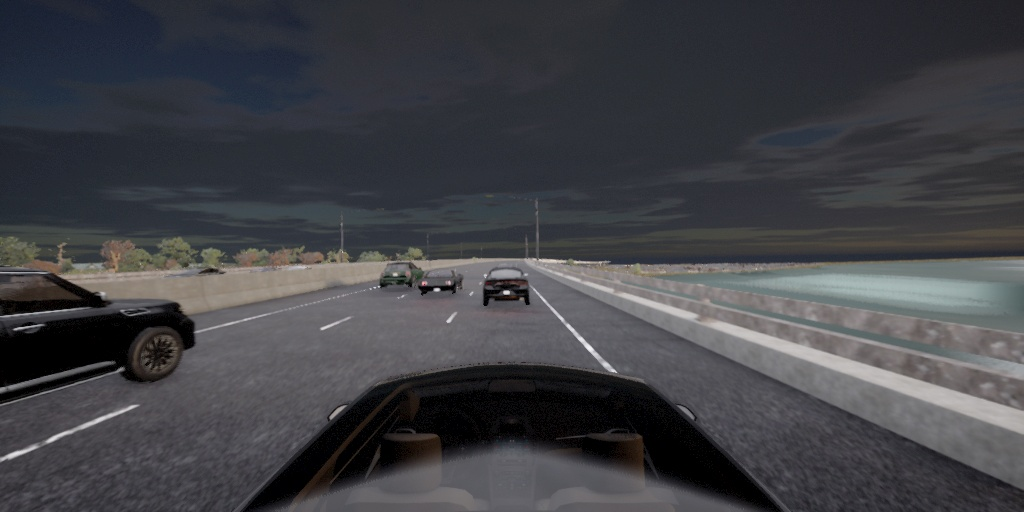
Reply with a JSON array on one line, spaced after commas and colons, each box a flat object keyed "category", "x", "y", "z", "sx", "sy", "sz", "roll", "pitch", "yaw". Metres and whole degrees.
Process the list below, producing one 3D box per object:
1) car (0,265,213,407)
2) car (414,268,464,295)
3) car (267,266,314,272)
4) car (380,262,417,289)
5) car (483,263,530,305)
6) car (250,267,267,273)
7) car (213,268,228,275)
[{"category": "car", "x": -6.919, "y": 1.097, "z": 4.239, "sx": 2.150, "sy": 2.045, "sz": 5.566, "roll": -1, "pitch": 0, "yaw": -2}, {"category": "car", "x": -3.852, "y": 1.404, "z": 20.320, "sx": 1.895, "sy": 1.301, "sz": 4.718, "roll": -1, "pitch": 0, "yaw": -1}, {"category": "car", "x": -18.236, "y": 1.597, "z": 30.603, "sx": 1.812, "sy": 1.442, "sz": 4.674, "roll": -1, "pitch": 0, "yaw": -1}, {"category": "car", "x": -7.443, "y": 1.221, "z": 24.811, "sx": 2.097, "sy": 1.767, "sz": 4.553, "roll": -1, "pitch": 0, "yaw": -1}, {"category": "car", "x": -0.258, "y": 1.217, "z": 16.068, "sx": 1.882, "sy": 1.535, "sz": 5.008, "roll": -1, "pitch": 0, "yaw": -1}, {"category": "car", "x": -21.745, "y": 1.701, "z": 31.729, "sx": 1.994, "sy": 1.385, "sz": 4.181, "roll": -1, "pitch": 0, "yaw": -1}, {"category": "car", "x": -25.204, "y": 1.707, "z": 28.760, "sx": 1.837, "sy": 1.490, "sz": 4.892, "roll": -1, "pitch": 0, "yaw": -1}]
